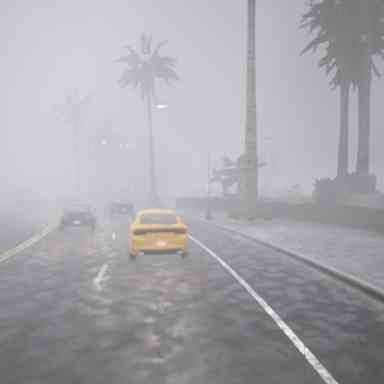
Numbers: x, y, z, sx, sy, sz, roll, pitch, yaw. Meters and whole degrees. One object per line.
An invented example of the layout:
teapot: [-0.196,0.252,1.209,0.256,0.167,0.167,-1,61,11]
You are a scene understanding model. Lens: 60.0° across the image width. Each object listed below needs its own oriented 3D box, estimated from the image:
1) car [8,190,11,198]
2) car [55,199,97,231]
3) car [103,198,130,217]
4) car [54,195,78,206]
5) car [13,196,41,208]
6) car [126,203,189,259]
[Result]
car: [-45.315,0.881,83.891,4.193,1.474,1.816,0,0,12]
car: [-6.586,1.389,19.395,1.812,1.442,4.674,0,0,-16]
car: [-6.358,1.264,28.476,1.882,1.535,5.008,0,0,-24]
car: [-16.130,1.208,43.017,1.837,1.490,4.892,0,0,-44]
car: [-21.309,1.248,43.095,4.674,1.442,1.812,0,0,41]
car: [-1.351,1.379,12.344,1.882,1.535,5.008,0,0,-10]
